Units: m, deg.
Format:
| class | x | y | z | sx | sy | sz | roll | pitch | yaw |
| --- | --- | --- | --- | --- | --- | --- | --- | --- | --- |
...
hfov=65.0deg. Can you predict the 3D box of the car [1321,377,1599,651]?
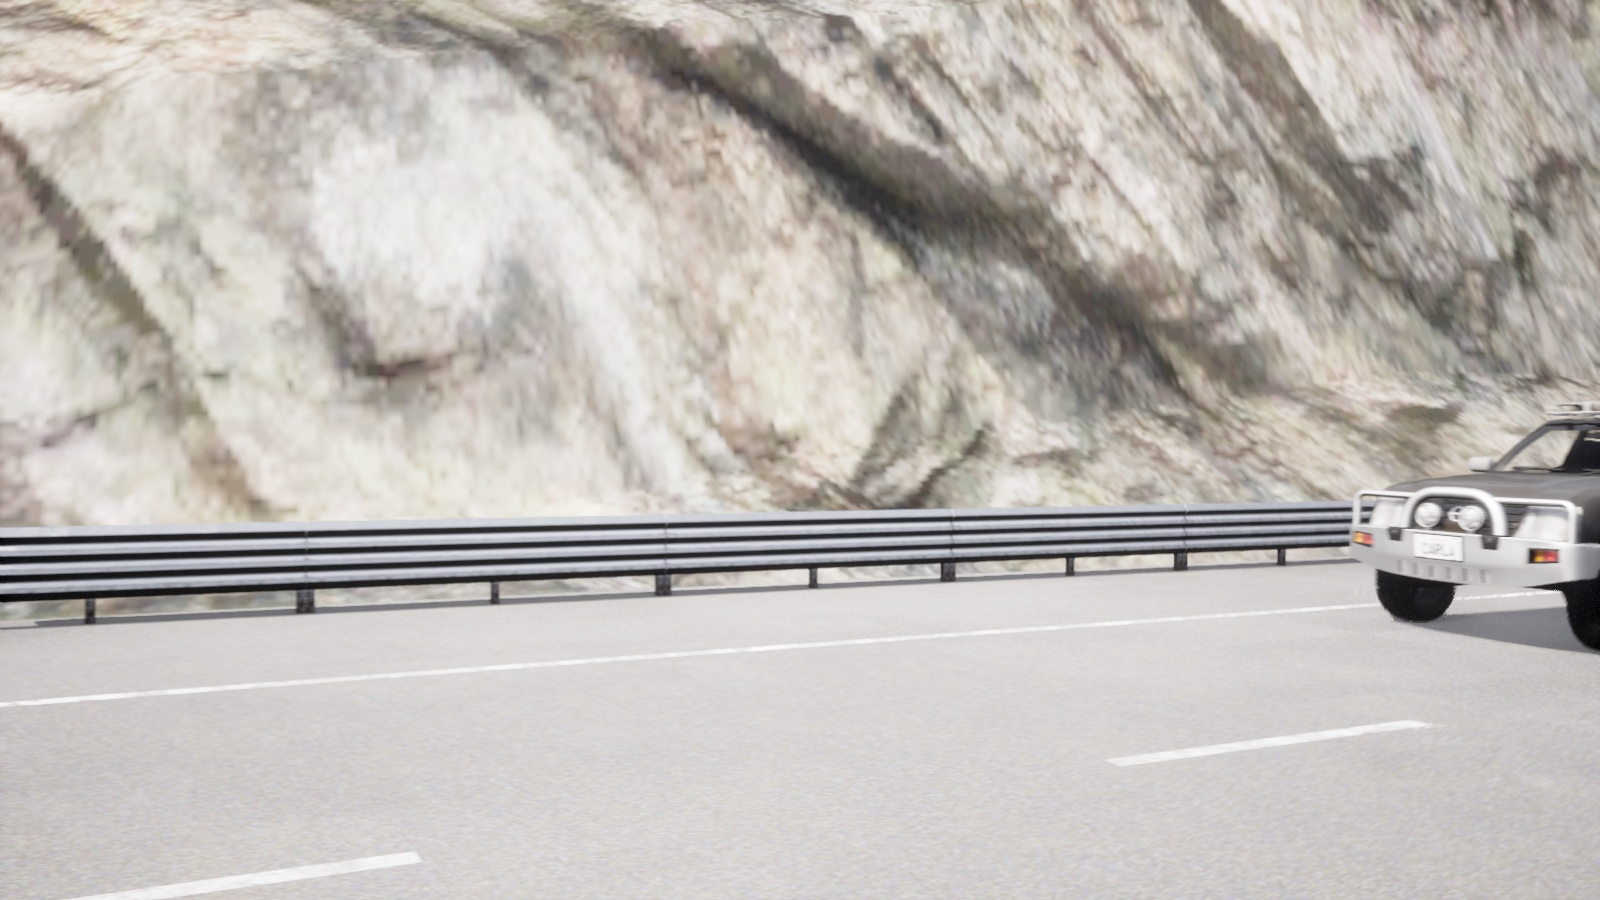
| class | x | y | z | sx | sy | sz | roll | pitch | yaw |
| --- | --- | --- | --- | --- | --- | --- | --- | --- | --- |
| car | 6.750 | 0.391 | 10.377 | 4.605 | 1.855 | 1.932 | -1 | 1 | -26 |
